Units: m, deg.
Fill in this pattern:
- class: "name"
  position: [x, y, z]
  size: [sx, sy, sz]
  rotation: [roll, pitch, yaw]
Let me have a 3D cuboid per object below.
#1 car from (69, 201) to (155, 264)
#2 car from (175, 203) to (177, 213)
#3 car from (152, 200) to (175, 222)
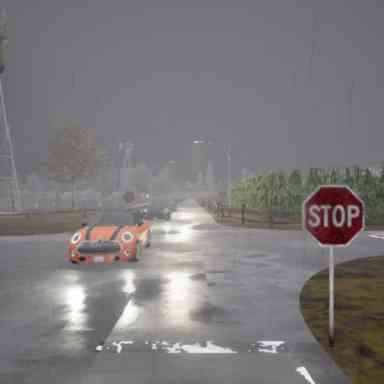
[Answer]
- class: "car"
  position: [-2.763, 1.401, 12.073]
  size: [2.097, 1.767, 4.553]
  rotation: [-1, 0, 0]
- class: "car"
  position: [-2.735, 1.780, 40.233]
  size: [2.033, 1.411, 5.357]
  rotation: [0, -1, 0]
- class: "car"
  position: [-2.739, 1.441, 27.219]
  size: [2.097, 1.767, 4.553]
  rotation: [0, -1, 0]
